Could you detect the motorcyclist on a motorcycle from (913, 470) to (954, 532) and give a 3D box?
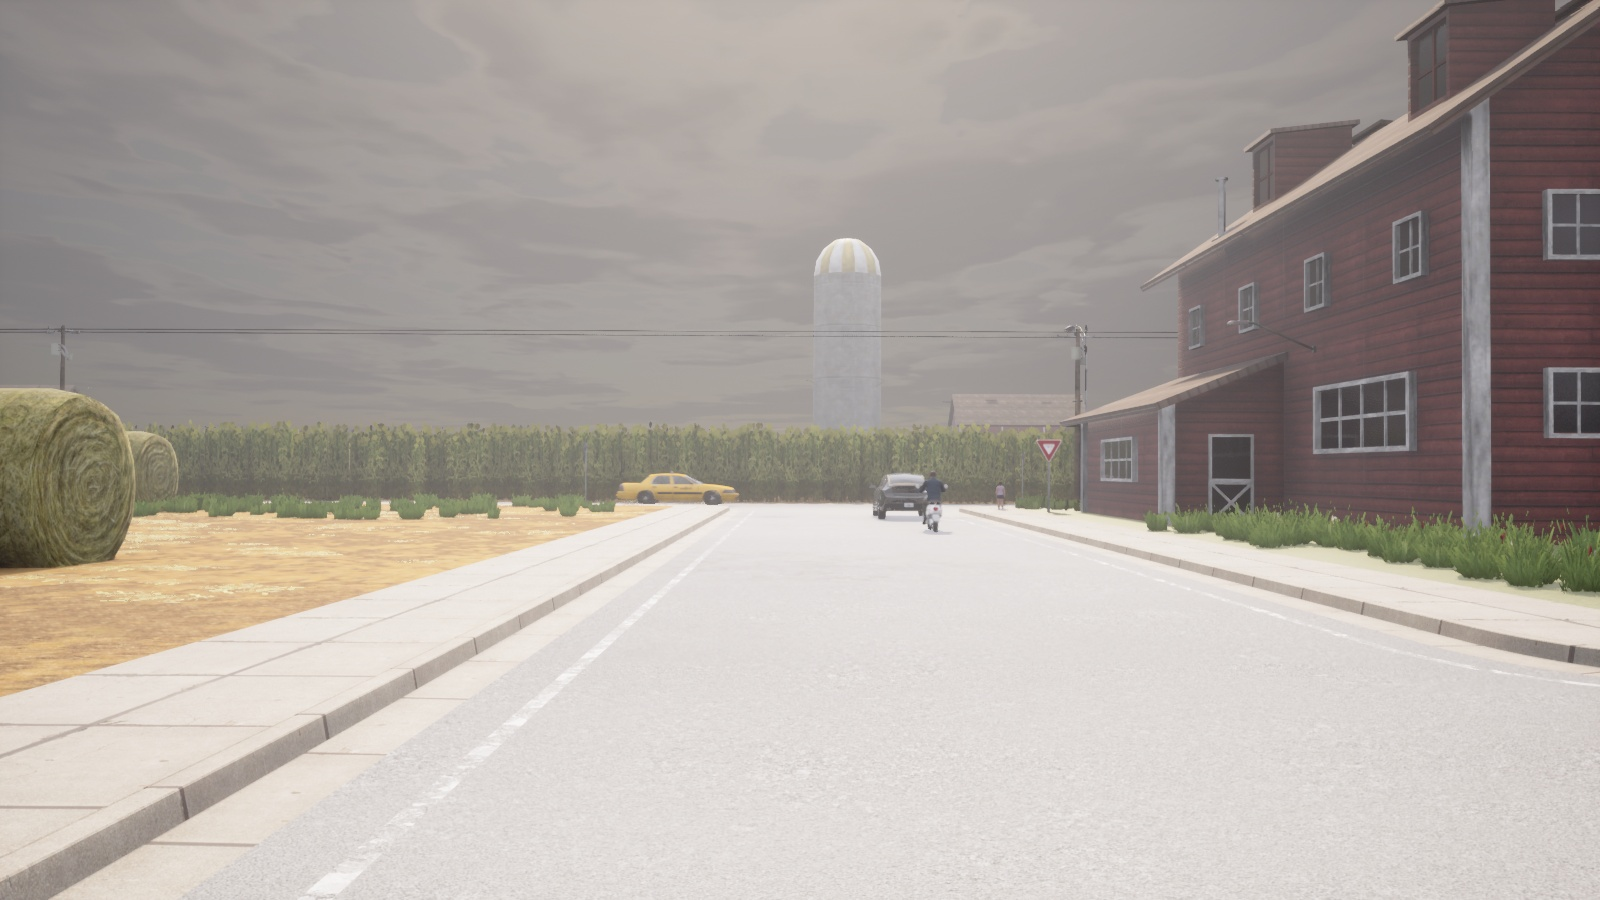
[{"bbox_3d":[3.493,1.313,33.044,0.866,1.590,1.817,0,-1,0],"label":"motorcyclist on a motorcycle"}]

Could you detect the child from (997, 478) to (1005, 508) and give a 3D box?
[{"bbox_3d":[7.522,1.622,46.988,0.255,1.110,0.394,0,-1,6],"label":"child"}]

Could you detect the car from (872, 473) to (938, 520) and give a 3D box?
[{"bbox_3d":[3.489,1.522,42.494,1.837,1.490,4.892,0,-1,0],"label":"car"}]

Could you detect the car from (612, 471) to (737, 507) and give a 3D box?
[{"bbox_3d":[-5.562,1.737,56.023,5.366,1.575,1.801,0,-1,1],"label":"car"}]
